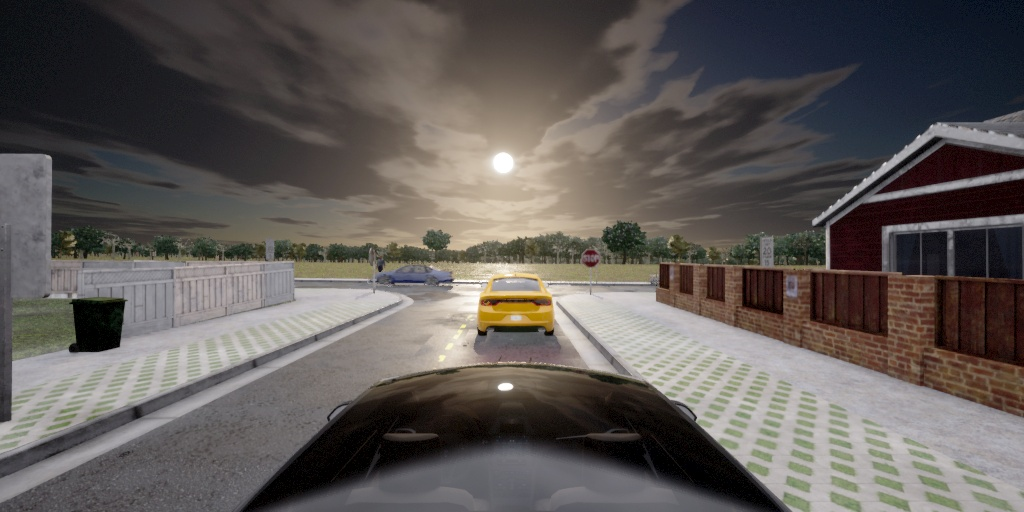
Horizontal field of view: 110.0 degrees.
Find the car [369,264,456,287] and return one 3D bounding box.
[{"bbox_3d":[-6.466,1.247,23.689,5.357,1.411,2.033,1,0,0],"label":"car"}]

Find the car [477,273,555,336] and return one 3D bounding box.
[{"bbox_3d":[0.092,1.230,10.468,1.882,1.535,5.008,0,0,0],"label":"car"}]

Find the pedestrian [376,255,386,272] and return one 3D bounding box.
[{"bbox_3d":[-9.721,0.821,26.577,0.375,1.860,0.375,0,-1,0],"label":"pedestrian"}]

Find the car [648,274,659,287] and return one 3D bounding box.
[{"bbox_3d":[11.651,1.526,23.818,4.718,1.301,1.895,1,0,0],"label":"car"}]
